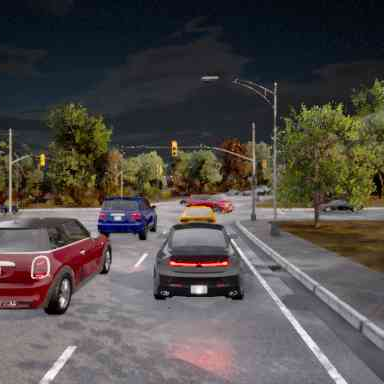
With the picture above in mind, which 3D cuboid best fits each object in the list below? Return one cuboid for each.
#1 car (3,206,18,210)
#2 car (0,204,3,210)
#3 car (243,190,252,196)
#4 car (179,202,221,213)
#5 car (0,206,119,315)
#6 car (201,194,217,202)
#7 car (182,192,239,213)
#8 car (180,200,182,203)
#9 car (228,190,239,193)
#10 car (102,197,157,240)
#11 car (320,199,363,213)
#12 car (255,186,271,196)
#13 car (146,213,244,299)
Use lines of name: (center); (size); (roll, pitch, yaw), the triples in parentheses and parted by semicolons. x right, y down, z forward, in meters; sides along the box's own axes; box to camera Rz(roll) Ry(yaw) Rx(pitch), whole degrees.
car: (-21.189, 1.826, 35.611); (4.718, 1.301, 1.895); (-1, 0, 3)
car: (-21.534, 1.708, 32.121); (4.902, 1.511, 2.128); (-1, 0, 4)
car: (14.590, 0.266, 84.288); (1.994, 1.385, 4.181); (0, 3, 33)
car: (0.340, 1.518, 17.804); (1.882, 1.535, 5.008); (0, 0, 2)
car: (-3.356, 1.362, 7.758); (2.097, 1.767, 4.553); (0, 0, 1)
car: (3.721, 1.214, 71.047); (1.994, 1.385, 4.181); (0, 2, 23)
car: (1.985, 1.322, 36.724); (5.566, 2.045, 2.150); (0, 1, 41)
car: (-0.588, 1.598, 59.483); (2.033, 1.411, 5.357); (0, 1, 18)
car: (10.245, 0.230, 83.895); (2.097, 1.767, 4.553); (0, 3, 31)
car: (-3.189, 1.260, 17.321); (2.150, 2.045, 5.566); (0, 0, 2)
car: (16.368, 1.533, 36.977); (4.902, 1.511, 2.128); (-1, 0, 4)
car: (17.911, 0.149, 83.010); (1.882, 1.535, 5.008); (0, 3, 33)
car: (0.150, 1.516, 8.425); (1.837, 1.490, 4.892); (0, 0, 1)
